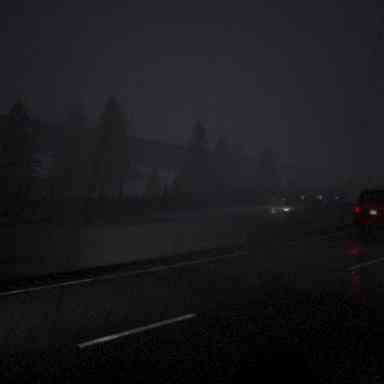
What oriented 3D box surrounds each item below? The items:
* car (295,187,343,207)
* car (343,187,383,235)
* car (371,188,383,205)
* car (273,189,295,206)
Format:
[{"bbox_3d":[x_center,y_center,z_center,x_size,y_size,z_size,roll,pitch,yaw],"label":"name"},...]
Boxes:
[{"bbox_3d":[11.731,0.385,29.552,4.553,1.767,2.097,-3,2,-35],"label":"car"},{"bbox_3d":[9.355,0.762,14.717,5.566,2.045,2.150,-3,2,-35],"label":"car"},{"bbox_3d":[18.630,0.292,30.173,5.357,1.411,2.033,-3,2,-35],"label":"car"},{"bbox_3d":[9.994,0.519,32.611,4.892,1.490,1.837,-4,2,-35],"label":"car"}]
